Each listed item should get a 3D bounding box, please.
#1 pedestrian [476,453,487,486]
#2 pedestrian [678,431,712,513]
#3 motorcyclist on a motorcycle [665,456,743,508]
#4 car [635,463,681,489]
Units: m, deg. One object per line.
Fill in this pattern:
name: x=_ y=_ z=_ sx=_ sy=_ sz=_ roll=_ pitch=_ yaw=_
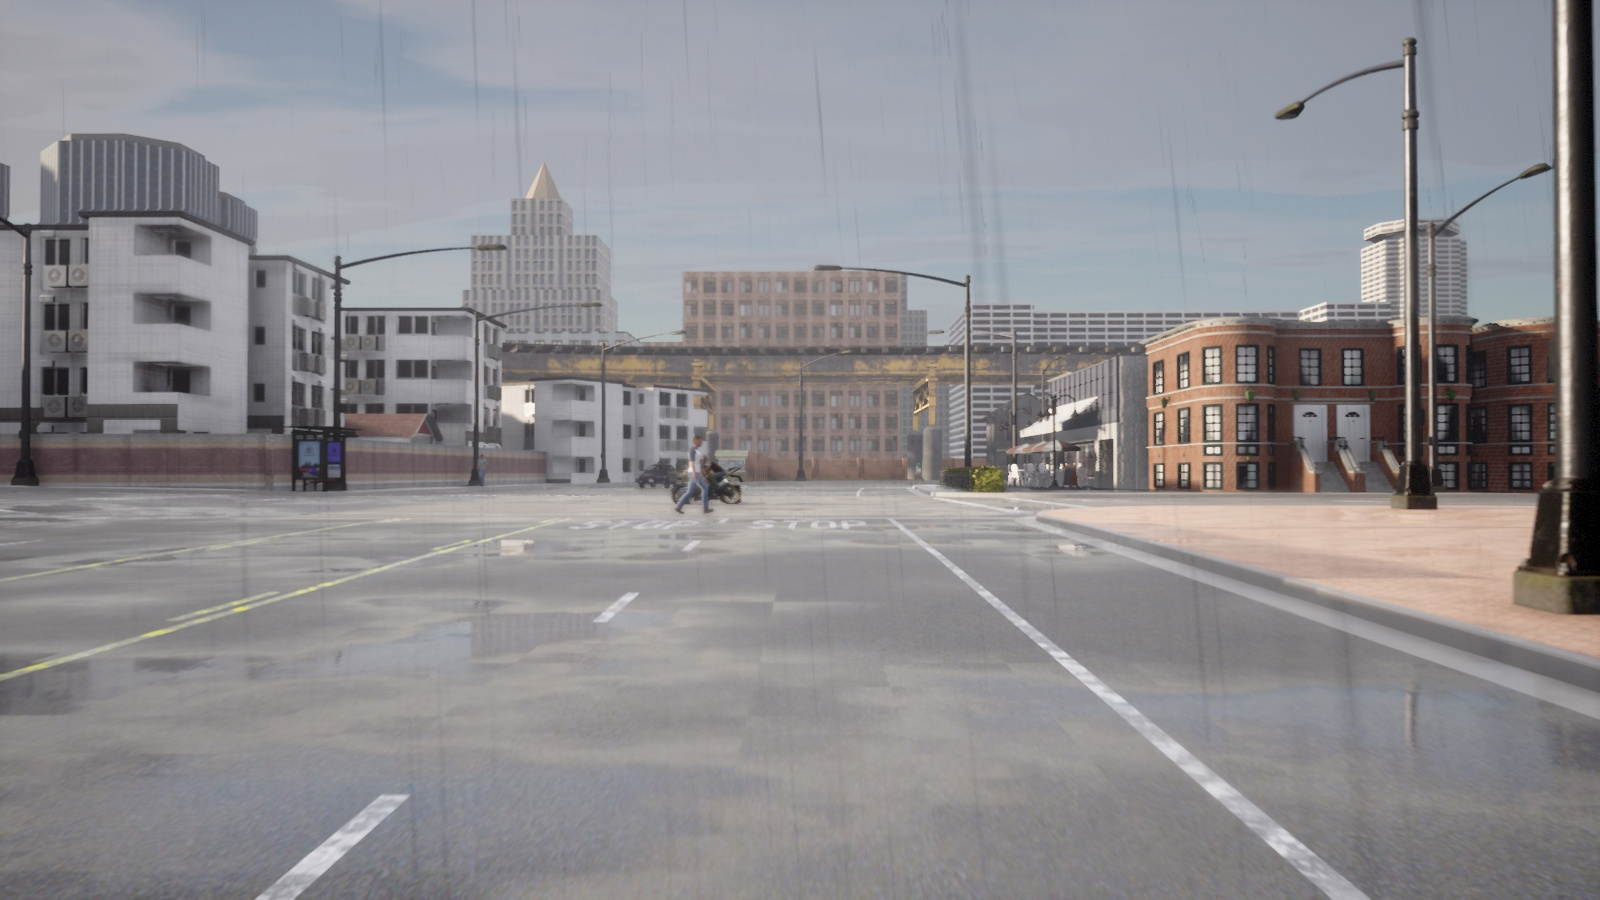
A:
pedestrian: x=-17.462 y=1.065 z=68.911 sx=0.354 sy=1.836 sz=0.706 roll=0 pitch=-1 yaw=4
pedestrian: x=-2.369 y=0.503 z=28.414 sx=0.706 sy=1.836 sz=0.354 roll=0 pitch=-1 yaw=4
motorcyclist on a motorcycle: x=-2.911 y=0.949 z=38.022 sx=2.191 sy=1.530 sz=0.866 roll=0 pitch=0 yaw=-20
car: x=-8.437 y=1.539 z=75.047 sx=1.816 sy=1.474 sz=4.193 roll=0 pitch=-1 yaw=6
